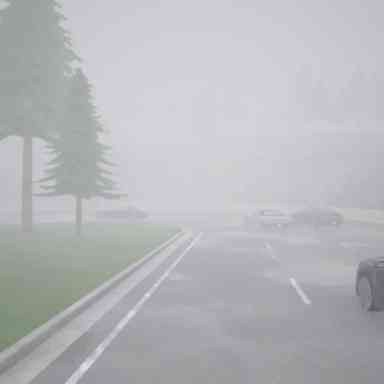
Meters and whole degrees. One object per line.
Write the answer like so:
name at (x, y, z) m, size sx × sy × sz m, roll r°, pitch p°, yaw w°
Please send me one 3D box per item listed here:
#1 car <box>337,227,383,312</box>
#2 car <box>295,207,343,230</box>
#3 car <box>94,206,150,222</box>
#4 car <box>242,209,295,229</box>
car at (4.146, 1.573, 5.000) m, size 2.128 × 1.511 × 4.902 m, roll 0°, pitch -1°, yaw 6°
car at (8.792, 1.831, 24.037) m, size 2.128 × 1.511 × 4.902 m, roll 1°, pitch -1°, yaw -11°
car at (-6.335, 1.953, 30.074) m, size 4.718 × 1.301 × 1.895 m, roll 0°, pitch -1°, yaw 8°
car at (5.288, 1.928, 24.251) m, size 1.895 × 1.301 × 4.718 m, roll 0°, pitch -1°, yaw -13°
